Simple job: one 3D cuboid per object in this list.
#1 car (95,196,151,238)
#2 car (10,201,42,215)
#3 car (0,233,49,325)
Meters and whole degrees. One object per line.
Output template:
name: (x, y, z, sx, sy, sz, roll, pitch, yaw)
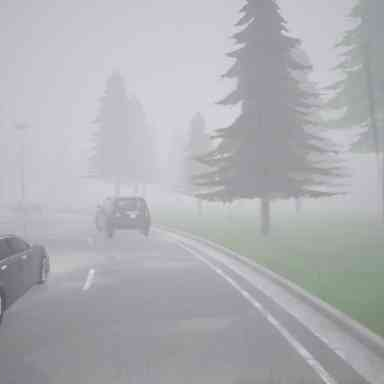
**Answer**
car: (-3.934, 1.258, 18.428, 2.150, 2.045, 5.566, 0, 0, -24)
car: (-18.301, 1.746, 36.651, 4.674, 1.442, 1.812, -1, 0, 40)
car: (-4.312, 1.559, 6.655, 1.837, 1.490, 4.892, 0, 0, -10)
